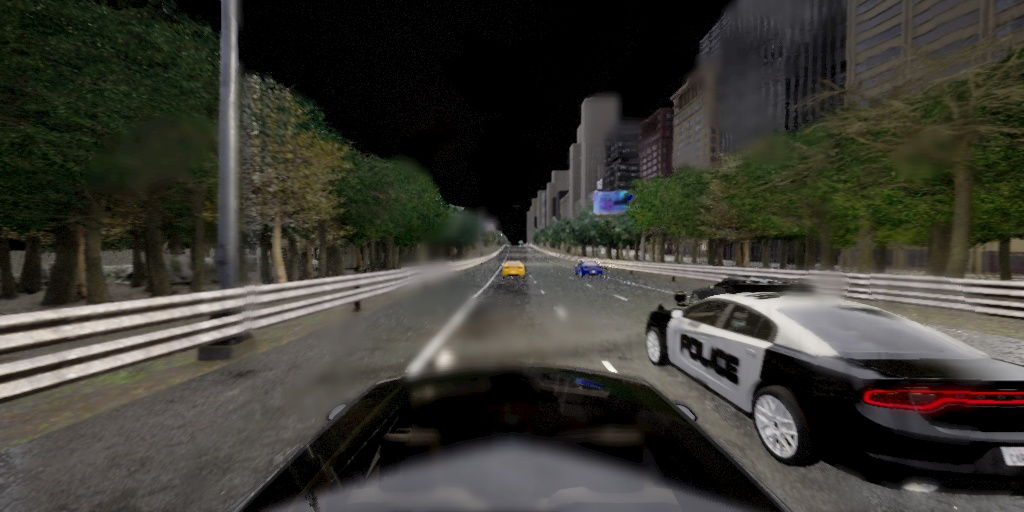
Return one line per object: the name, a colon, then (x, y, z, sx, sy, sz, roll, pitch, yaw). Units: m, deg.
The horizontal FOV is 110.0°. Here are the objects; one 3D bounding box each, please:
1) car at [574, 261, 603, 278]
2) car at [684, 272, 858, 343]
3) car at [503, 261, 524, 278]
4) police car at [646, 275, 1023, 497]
car: (7.140, 1.206, 33.805, 1.882, 1.535, 5.008, 0, 0, 0)
car: (7.114, 1.295, 10.641, 1.812, 1.442, 4.674, 0, 0, 0)
car: (0.139, 1.203, 33.804, 1.882, 1.535, 5.008, 0, 0, 0)
police car: (3.508, 1.179, 5.050, 1.930, 1.638, 5.238, 0, 0, 0)
